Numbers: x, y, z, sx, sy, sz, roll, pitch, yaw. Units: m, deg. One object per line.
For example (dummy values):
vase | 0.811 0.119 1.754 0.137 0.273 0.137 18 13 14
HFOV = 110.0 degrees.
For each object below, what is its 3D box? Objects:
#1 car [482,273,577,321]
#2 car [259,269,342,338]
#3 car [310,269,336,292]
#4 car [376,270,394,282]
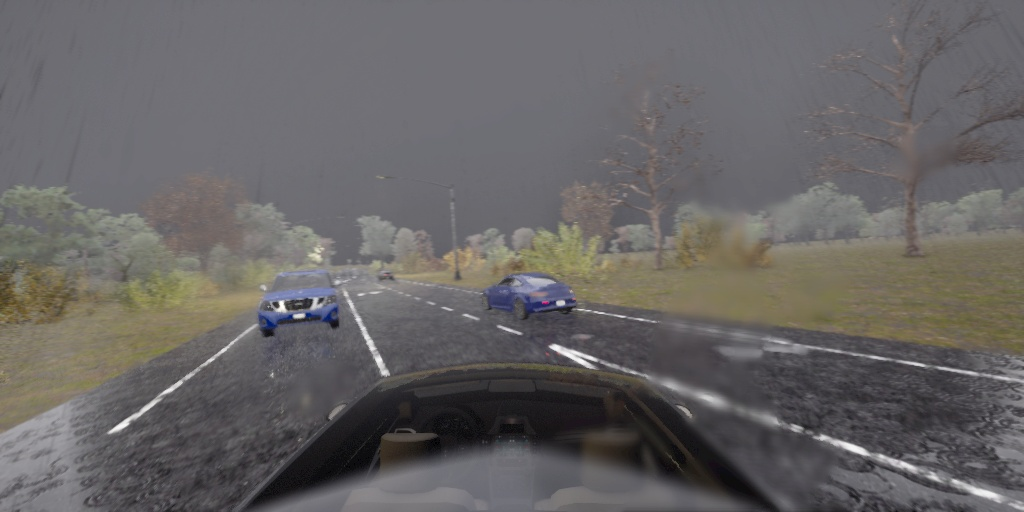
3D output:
car | 0.441 1.318 12.755 1.812 1.442 4.674 -3 0 -26
car | -7.567 1.527 13.139 2.150 2.045 5.566 -3 0 -26
car | -19.283 2.433 36.775 2.150 2.045 5.566 -3 0 -27
car | -16.988 2.632 47.868 1.837 1.490 4.892 -3 0 -26
